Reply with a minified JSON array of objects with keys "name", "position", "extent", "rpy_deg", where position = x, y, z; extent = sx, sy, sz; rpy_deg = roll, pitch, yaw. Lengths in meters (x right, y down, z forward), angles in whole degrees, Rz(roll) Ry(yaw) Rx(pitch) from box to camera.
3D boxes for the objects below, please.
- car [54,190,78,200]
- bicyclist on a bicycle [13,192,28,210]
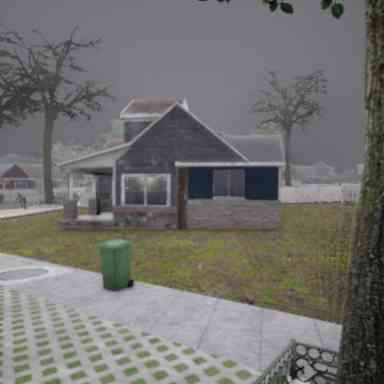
[{"name":"car","position":[-18.643,0.446,48.363],"extent":[2.033,1.411,5.357],"rpy_deg":[1,2,10]},{"name":"bicyclist on a bicycle","position":[-15.897,0.852,30.786],"extent":[1.656,1.620,0.582],"rpy_deg":[0,2,10]}]
